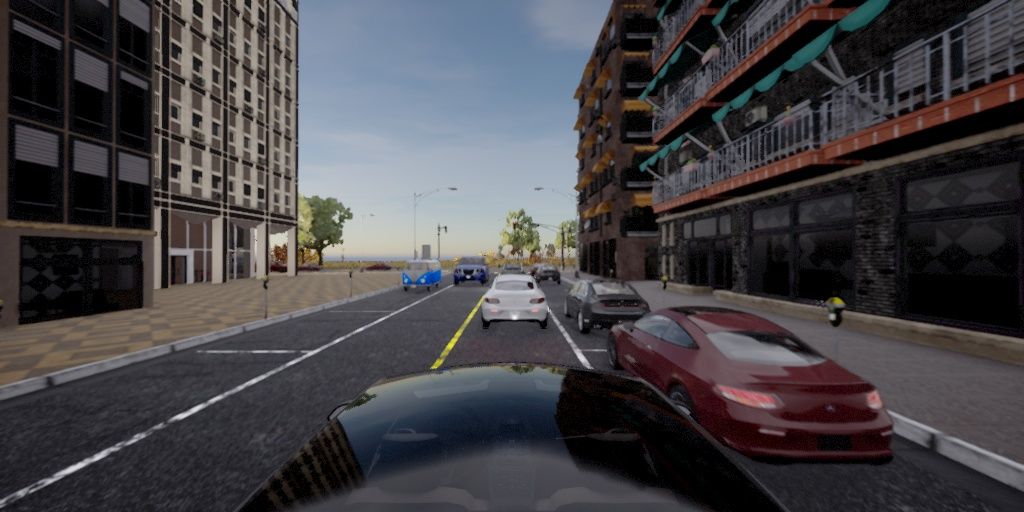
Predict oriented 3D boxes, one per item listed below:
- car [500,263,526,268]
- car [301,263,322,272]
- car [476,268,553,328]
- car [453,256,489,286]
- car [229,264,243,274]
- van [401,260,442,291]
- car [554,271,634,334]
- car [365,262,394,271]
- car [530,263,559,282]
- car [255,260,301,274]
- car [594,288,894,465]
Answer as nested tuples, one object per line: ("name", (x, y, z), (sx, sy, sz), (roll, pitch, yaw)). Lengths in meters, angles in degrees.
("car", (0.081, 1.287, 29.396), (2.128, 1.511, 4.902), (0, 0, 0))
("car", (-31.679, 1.791, 55.624), (4.207, 1.307, 1.802), (0, 0, -1))
("car", (0.079, 1.291, 11.359), (1.812, 1.442, 4.674), (0, 0, 0))
("car", (-2.851, 1.011, 26.180), (2.150, 2.045, 5.566), (0, 0, 0))
("car", (-36.993, 1.801, 47.553), (4.313, 1.339, 1.948), (0, 0, -1))
("van", (-5.352, 1.123, 21.553), (1.690, 1.789, 3.998), (0, 0, 0))
("car", (2.563, 1.315, 10.451), (2.007, 1.370, 4.403), (0, 0, 0))
("car", (-20.597, 1.658, 55.763), (4.207, 1.307, 1.802), (0, 0, -1))
("car", (2.655, 1.341, 27.029), (2.007, 1.370, 4.403), (0, 0, 0))
("car", (-31.446, 1.483, 47.558), (5.009, 1.841, 2.192), (0, 0, -1))
("car", (2.565, 1.337, 4.924), (1.802, 1.307, 4.207), (0, 0, 0))
